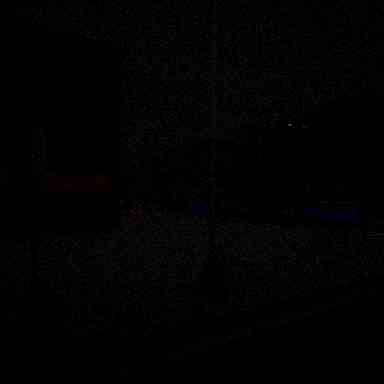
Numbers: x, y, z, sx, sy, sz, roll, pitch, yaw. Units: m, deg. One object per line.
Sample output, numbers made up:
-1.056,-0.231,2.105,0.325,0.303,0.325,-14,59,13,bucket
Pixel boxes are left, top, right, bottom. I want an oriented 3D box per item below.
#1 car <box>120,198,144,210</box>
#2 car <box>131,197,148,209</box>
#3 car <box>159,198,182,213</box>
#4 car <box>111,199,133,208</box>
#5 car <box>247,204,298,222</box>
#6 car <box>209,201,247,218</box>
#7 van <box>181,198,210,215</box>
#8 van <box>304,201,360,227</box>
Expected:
-9.227,1.945,48.085,1.895,1.301,4.718,1,-1,-35,car
-8.703,1.699,51.791,2.192,1.841,5.009,1,-1,-36,car
-2.312,1.664,42.896,2.192,1.841,5.009,1,-1,-36,car
-11.900,1.953,56.235,2.008,1.369,4.403,1,-1,-36,car
7.273,1.740,29.558,1.967,1.590,4.097,1,-1,-36,car
4.078,1.756,34.005,1.967,1.590,4.097,1,-1,-36,car
0.883,1.673,38.452,1.690,1.788,3.998,1,-1,-36,van
10.469,1.626,25.113,1.690,1.788,3.998,1,-1,-36,van
